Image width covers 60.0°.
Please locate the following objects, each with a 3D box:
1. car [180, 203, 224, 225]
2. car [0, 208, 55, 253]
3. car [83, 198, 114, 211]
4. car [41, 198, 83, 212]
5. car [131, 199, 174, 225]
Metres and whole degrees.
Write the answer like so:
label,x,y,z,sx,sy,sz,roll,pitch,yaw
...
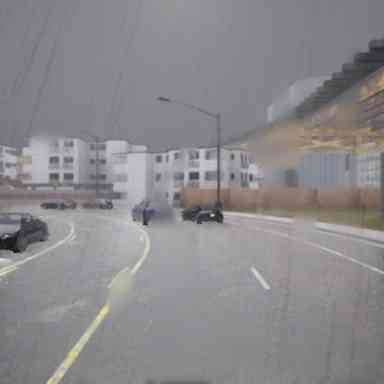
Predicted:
label,x,y,z,sx,sy,sz,roll,pitch,yaw
car,0.640,1.509,24.078,1.994,1.385,4.181,0,0,-21
car,-7.274,1.534,13.265,1.994,1.385,4.181,0,0,-5
car,-11.219,1.435,39.366,4.674,1.442,1.812,0,0,38
car,-15.191,1.404,37.884,4.902,1.511,2.128,0,0,34
car,-2.885,1.299,23.539,2.097,1.767,4.553,0,0,-22
